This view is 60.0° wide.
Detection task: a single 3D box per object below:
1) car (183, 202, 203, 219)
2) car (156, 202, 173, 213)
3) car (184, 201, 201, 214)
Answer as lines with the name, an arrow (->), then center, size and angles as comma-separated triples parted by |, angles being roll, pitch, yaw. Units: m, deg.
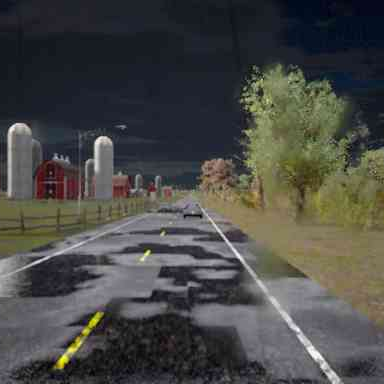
car -> 0.090, 1.968, 34.181 | 1.994, 1.385, 4.181 | 0, -1, 0
car -> -3.595, 2.093, 44.721 | 1.994, 1.385, 4.181 | 0, -1, 0
car -> 0.041, 2.015, 44.264 | 2.128, 1.511, 4.902 | 0, -1, 1
